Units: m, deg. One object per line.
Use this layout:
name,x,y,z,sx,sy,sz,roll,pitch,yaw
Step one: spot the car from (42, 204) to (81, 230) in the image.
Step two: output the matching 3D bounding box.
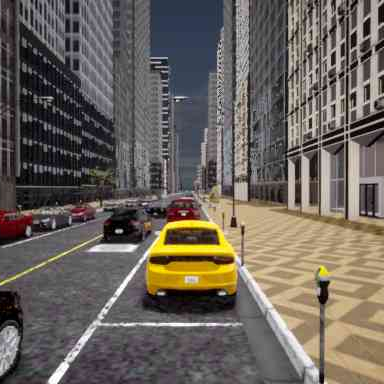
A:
car,-8.844,1.547,20.672,2.008,1.369,4.403,-1,0,0

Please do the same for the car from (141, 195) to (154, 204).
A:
car,-8.845,1.426,66.141,1.967,1.590,4.097,-1,0,0

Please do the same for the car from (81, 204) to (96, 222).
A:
car,-8.843,1.577,26.356,1.802,1.307,4.206,-1,0,0

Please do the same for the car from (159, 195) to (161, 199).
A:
car,-8.844,1.509,77.339,1.752,1.417,4.829,-1,0,0

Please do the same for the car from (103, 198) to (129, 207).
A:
car,-8.844,1.544,37.723,2.008,1.369,4.403,-1,0,0

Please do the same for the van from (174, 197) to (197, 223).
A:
van,-0.465,1.336,26.356,1.690,1.788,3.998,-1,0,0

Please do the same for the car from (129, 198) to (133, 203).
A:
car,-8.843,1.541,49.090,2.008,1.369,4.403,-1,0,0

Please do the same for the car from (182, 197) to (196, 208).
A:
car,-0.463,1.541,49.090,2.008,1.369,4.403,-1,0,0

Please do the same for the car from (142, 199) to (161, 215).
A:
car,-3.127,1.595,30.986,1.895,1.301,4.718,0,0,0

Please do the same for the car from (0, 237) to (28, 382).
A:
car,-3.145,1.477,2.383,1.882,1.535,5.008,0,0,0

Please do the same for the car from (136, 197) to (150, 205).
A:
car,-8.843,1.570,60.458,1.802,1.307,4.206,-1,0,0

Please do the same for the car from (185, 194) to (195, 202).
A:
car,-0.465,1.298,77.509,2.192,1.841,5.009,-1,0,0

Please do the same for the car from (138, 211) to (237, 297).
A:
car,-0.006,1.476,8.652,1.882,1.535,5.008,0,0,0

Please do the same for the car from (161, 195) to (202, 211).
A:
car,-0.465,1.311,20.672,2.192,1.841,5.009,-1,0,0

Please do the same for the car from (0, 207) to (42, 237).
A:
car,-8.843,1.542,14.989,1.887,1.381,4.507,-1,0,0

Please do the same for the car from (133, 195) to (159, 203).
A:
car,-6.167,1.484,45.294,2.128,1.511,4.902,0,0,0

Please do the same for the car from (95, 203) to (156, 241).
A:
car,-3.117,1.522,16.638,1.812,1.442,4.674,0,0,1
